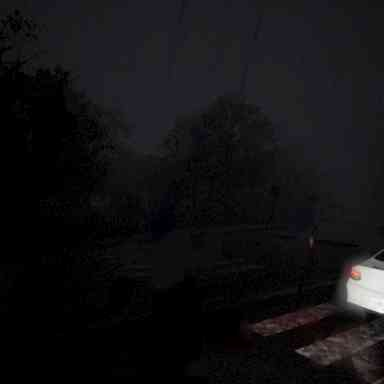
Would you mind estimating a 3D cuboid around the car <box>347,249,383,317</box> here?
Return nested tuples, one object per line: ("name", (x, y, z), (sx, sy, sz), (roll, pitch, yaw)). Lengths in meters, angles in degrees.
("car", (4.888, 1.548, 6.211), (4.674, 1.442, 1.812), (0, -1, -29))
